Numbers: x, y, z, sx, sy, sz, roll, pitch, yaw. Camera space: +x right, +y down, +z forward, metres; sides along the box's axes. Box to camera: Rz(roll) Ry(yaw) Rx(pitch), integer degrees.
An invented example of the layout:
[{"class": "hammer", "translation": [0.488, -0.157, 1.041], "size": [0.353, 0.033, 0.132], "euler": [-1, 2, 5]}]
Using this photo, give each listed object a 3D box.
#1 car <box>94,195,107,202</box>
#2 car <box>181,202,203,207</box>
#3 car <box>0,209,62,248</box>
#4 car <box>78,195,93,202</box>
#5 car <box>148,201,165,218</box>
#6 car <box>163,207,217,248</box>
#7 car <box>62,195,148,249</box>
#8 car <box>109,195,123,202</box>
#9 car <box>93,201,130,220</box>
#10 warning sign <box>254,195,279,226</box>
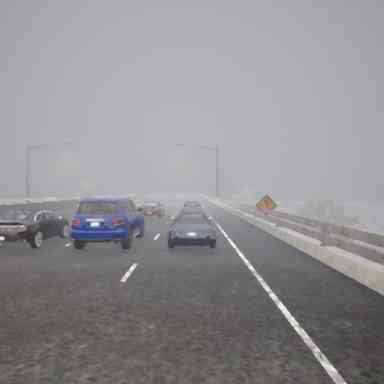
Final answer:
[{"class": "car", "translation": [-21.000, 1.406, 76.708], "size": [1.812, 1.442, 4.674], "euler": [0, 0, 0]}, {"class": "car", "translation": [0.000, 1.562, 29.651], "size": [1.994, 1.385, 4.181], "euler": [0, 0, 0]}, {"class": "car", "translation": [-7.000, 1.492, 14.649], "size": [2.128, 1.511, 4.902], "euler": [0, 0, 0]}, {"class": "car", "translation": [-24.500, 1.382, 76.708], "size": [1.837, 1.490, 4.892], "euler": [0, 0, 0]}, {"class": "car", "translation": [-3.500, 1.523, 29.651], "size": [1.812, 1.442, 4.674], "euler": [0, 0, 0]}, {"class": "car", "translation": [0.000, 1.570, 14.650], "size": [1.994, 1.385, 4.181], "euler": [0, 0, 0]}, {"class": "car", "translation": [-3.500, 1.255, 14.678], "size": [2.150, 2.045, 5.566], "euler": [0, 0, 0]}, {"class": "car", "translation": [-17.500, 1.422, 76.707], "size": [2.033, 1.411, 5.357], "euler": [0, 0, 0]}, {"class": "car", "translation": [-7.000, 1.553, 29.651], "size": [2.033, 1.411, 5.357], "euler": [0, 0, 0]}, {"class": "warning sign", "translation": [4.559, 1.109, 20.390], "size": [1.300, 1.860, 1.060], "euler": [1, 1, 0]}]
